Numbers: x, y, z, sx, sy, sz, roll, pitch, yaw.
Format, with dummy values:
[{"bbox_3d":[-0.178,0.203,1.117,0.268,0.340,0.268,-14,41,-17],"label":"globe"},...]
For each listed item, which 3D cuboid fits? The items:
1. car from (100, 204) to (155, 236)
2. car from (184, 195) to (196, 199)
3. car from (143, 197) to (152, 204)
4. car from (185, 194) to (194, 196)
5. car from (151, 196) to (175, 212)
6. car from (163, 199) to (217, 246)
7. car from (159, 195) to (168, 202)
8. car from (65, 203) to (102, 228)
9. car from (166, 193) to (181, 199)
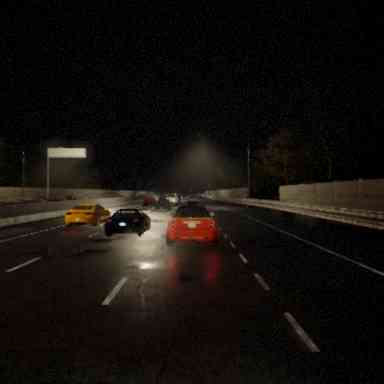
[{"bbox_3d":[-3.495,1.595,18.727,1.994,1.385,4.181,0,0,0],"label":"car"},{"bbox_3d":[0.011,1.638,49.688,2.033,1.411,5.357,0,0,0],"label":"car"},{"bbox_3d":[-6.987,1.582,55.754,1.882,1.535,5.008,0,0,0],"label":"car"},{"bbox_3d":[0.016,1.677,76.752,2.128,1.511,4.902,0,0,0],"label":"car"},{"bbox_3d":[-3.491,1.580,40.735,1.837,1.490,4.892,0,0,0],"label":"car"},{"bbox_3d":[0.002,1.378,15.654,2.097,1.767,4.553,0,0,0],"label":"car"},{"bbox_3d":[-6.983,1.642,81.812,1.882,1.535,5.008,0,0,0],"label":"car"},{"bbox_3d":[-6.993,1.516,22.770,1.882,1.535,5.008,0,0,0],"label":"car"},{"bbox_3d":[-3.485,1.330,57.792,2.150,2.045,5.566,0,0,0],"label":"car"}]
